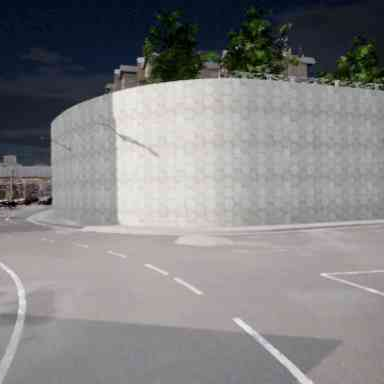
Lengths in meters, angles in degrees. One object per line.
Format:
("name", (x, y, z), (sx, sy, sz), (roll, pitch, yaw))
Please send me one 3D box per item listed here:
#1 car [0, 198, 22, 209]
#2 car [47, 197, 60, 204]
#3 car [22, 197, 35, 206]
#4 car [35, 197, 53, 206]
("car", (-29.494, 1.870, 53.364), (2.128, 1.511, 4.902), (-1, 0, -14))
("car", (-31.098, 1.807, 74.665), (1.837, 1.490, 4.892), (-1, 0, -14))
("car", (-31.925, 1.919, 63.310), (1.812, 1.442, 4.674), (-1, 0, -14))
("car", (-28.729, 1.932, 64.980), (1.895, 1.301, 4.718), (-1, 0, -14))
